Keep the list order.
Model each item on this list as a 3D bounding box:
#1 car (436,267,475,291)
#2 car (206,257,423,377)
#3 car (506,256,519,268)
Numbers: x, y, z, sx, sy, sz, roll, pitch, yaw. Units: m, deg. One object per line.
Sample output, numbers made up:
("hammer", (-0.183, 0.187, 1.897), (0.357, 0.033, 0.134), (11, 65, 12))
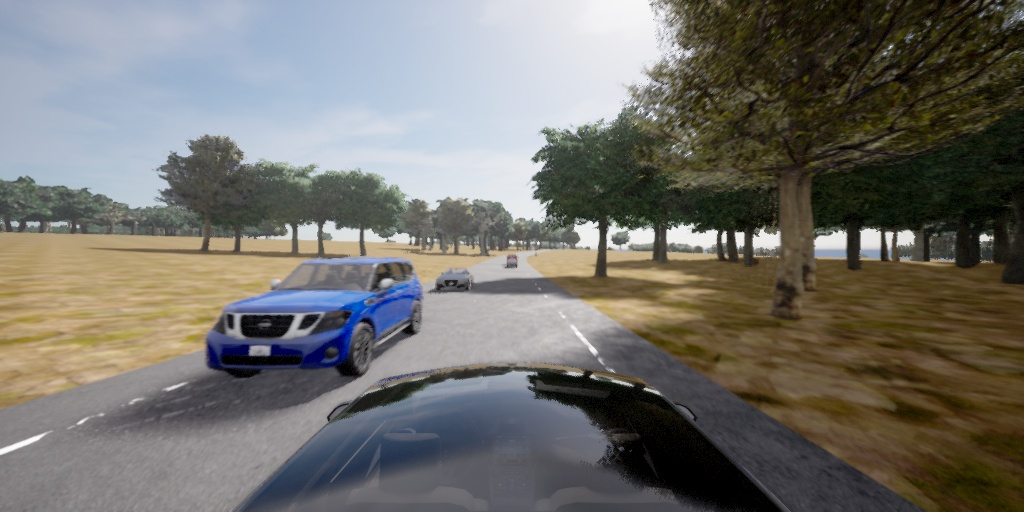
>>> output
("car", (-3.519, 1.423, 22.840), (1.994, 1.385, 4.181), (0, 0, 1))
("car", (-3.550, 1.022, 7.855), (2.150, 2.045, 5.566), (0, -1, 1))
("car", (0.038, 1.143, 57.765), (2.033, 1.411, 5.357), (0, 1, 0))
